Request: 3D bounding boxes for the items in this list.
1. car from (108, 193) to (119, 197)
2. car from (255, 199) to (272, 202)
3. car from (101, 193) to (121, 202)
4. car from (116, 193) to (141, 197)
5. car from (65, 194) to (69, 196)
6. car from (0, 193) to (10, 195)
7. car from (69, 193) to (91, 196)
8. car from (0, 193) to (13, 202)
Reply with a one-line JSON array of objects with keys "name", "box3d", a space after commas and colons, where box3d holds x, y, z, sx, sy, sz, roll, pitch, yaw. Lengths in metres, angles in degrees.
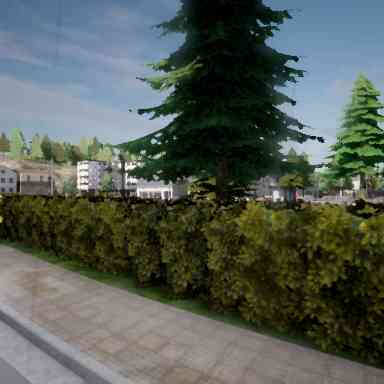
[{"name": "car", "box3d": [-15.228, 1.096, 70.363, 4.605, 1.855, 1.932, 0, 0, -45]}, {"name": "car", "box3d": [9.885, 1.477, 44.371, 5.008, 1.535, 1.882, 0, 0, -45]}, {"name": "car", "box3d": [-17.555, 1.076, 72.150, 3.866, 1.878, 1.905, 0, 0, -45]}, {"name": "car", "box3d": [-9.708, 1.384, 53.927, 3.806, 1.475, 1.970, 0, 0, -45]}, {"name": "car", "box3d": [-31.230, 1.231, 85.648, 3.806, 1.475, 1.970, 0, 0, -45]}, {"name": "car", "box3d": [-23.145, 1.330, 40.971, 5.027, 1.636, 2.152, 0, 0, -45]}, {"name": "car", "box3d": [-26.509, 1.152, 81.290, 5.027, 1.636, 2.152, 0, 0, -45]}, {"name": "car", "box3d": [-41.123, 1.096, 71.368, 4.605, 1.855, 1.932, 0, 0, -45]}]
